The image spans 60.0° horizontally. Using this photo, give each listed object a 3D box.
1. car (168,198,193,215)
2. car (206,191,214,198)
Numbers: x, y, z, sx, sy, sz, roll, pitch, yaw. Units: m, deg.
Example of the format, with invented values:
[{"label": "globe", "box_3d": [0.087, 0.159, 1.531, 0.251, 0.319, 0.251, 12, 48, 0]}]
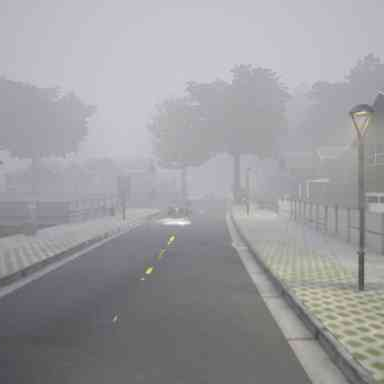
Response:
[{"label": "car", "box_3d": [-1.017, 1.300, 30.703, 2.128, 1.511, 4.902, 0, 1, 6]}, {"label": "car", "box_3d": [4.480, 0.608, 83.306, 2.128, 1.511, 4.902, 0, 1, 6]}]
